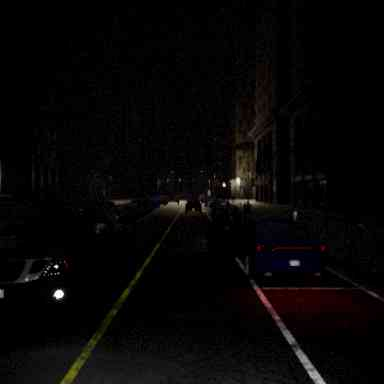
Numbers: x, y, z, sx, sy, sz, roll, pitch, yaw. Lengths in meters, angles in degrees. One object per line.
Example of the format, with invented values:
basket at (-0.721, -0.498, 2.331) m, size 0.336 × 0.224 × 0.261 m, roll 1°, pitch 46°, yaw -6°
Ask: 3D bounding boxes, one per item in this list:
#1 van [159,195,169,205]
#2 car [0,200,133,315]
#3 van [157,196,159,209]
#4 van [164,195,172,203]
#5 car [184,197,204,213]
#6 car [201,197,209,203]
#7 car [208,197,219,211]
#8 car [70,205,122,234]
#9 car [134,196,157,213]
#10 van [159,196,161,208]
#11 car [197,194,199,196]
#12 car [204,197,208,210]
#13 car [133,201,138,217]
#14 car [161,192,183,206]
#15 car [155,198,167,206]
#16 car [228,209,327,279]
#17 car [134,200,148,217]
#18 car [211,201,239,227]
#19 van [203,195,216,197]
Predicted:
van at (-5.567, 1.548, 65.936) m, size 1.690 × 1.788 × 3.998 m, roll 0°, pitch 0°, yaw 0°
car at (-3.076, 1.244, 7.974) m, size 2.150 × 2.045 × 5.566 m, roll 0°, pitch 0°, yaw 0°
van at (-5.635, 1.472, 43.227) m, size 1.690 × 1.788 × 3.998 m, roll 0°, pitch 0°, yaw 0°
van at (-5.533, 1.588, 77.291) m, size 1.690 × 1.788 × 3.998 m, roll 0°, pitch 0°, yaw 0°
car at (0.181, 1.619, 38.188) m, size 1.837 × 1.490 × 4.892 m, roll 0°, pitch 0°, yaw 1°
car at (2.993, 1.829, 77.275) m, size 1.802 × 1.307 × 4.206 m, roll 0°, pitch 0°, yaw 0°
car at (2.856, 1.535, 31.854) m, size 1.967 × 1.590 × 4.097 m, roll 0°, pitch 0°, yaw 0°
car at (-5.703, 1.585, 20.346) m, size 1.752 × 1.417 × 4.829 m, roll 0°, pitch 0°, yaw 0°
car at (-5.652, 1.428, 37.549) m, size 2.192 × 1.841 × 5.009 m, roll 0°, pitch 0°, yaw 0°
van at (-5.618, 1.491, 48.904) m, size 1.690 × 1.788 × 3.998 m, roll 0°, pitch 0°, yaw 0°
car at (3.009, 1.582, 82.953) m, size 2.192 × 1.841 × 5.009 m, roll 0°, pitch 0°, yaw 0°
car at (2.891, 1.682, 43.210) m, size 2.008 × 1.369 × 4.403 m, roll 0°, pitch 0°, yaw 0°
car at (-5.685, 1.660, 26.194) m, size 1.802 × 1.307 × 4.206 m, roll 0°, pitch 0°, yaw 0°
car at (-2.854, 0.989, 48.762) m, size 2.150 × 2.045 × 5.566 m, roll 0°, pitch 0°, yaw 0°
car at (-5.583, 1.769, 60.258) m, size 1.802 × 1.307 × 4.206 m, roll 0°, pitch 0°, yaw 0°
car at (2.391, 1.507, 10.202) m, size 1.882 × 1.535 × 5.008 m, roll 0°, pitch 0°, yaw 0°
car at (-5.668, 1.677, 31.871) m, size 1.802 × 1.307 × 4.206 m, roll 0°, pitch 0°, yaw 0°
car at (2.840, 1.629, 26.176) m, size 2.008 × 1.369 × 4.403 m, roll 0°, pitch 0°, yaw 0°
van at (2.907, 1.491, 48.888) m, size 1.690 × 1.788 × 3.998 m, roll 0°, pitch 0°, yaw 0°
